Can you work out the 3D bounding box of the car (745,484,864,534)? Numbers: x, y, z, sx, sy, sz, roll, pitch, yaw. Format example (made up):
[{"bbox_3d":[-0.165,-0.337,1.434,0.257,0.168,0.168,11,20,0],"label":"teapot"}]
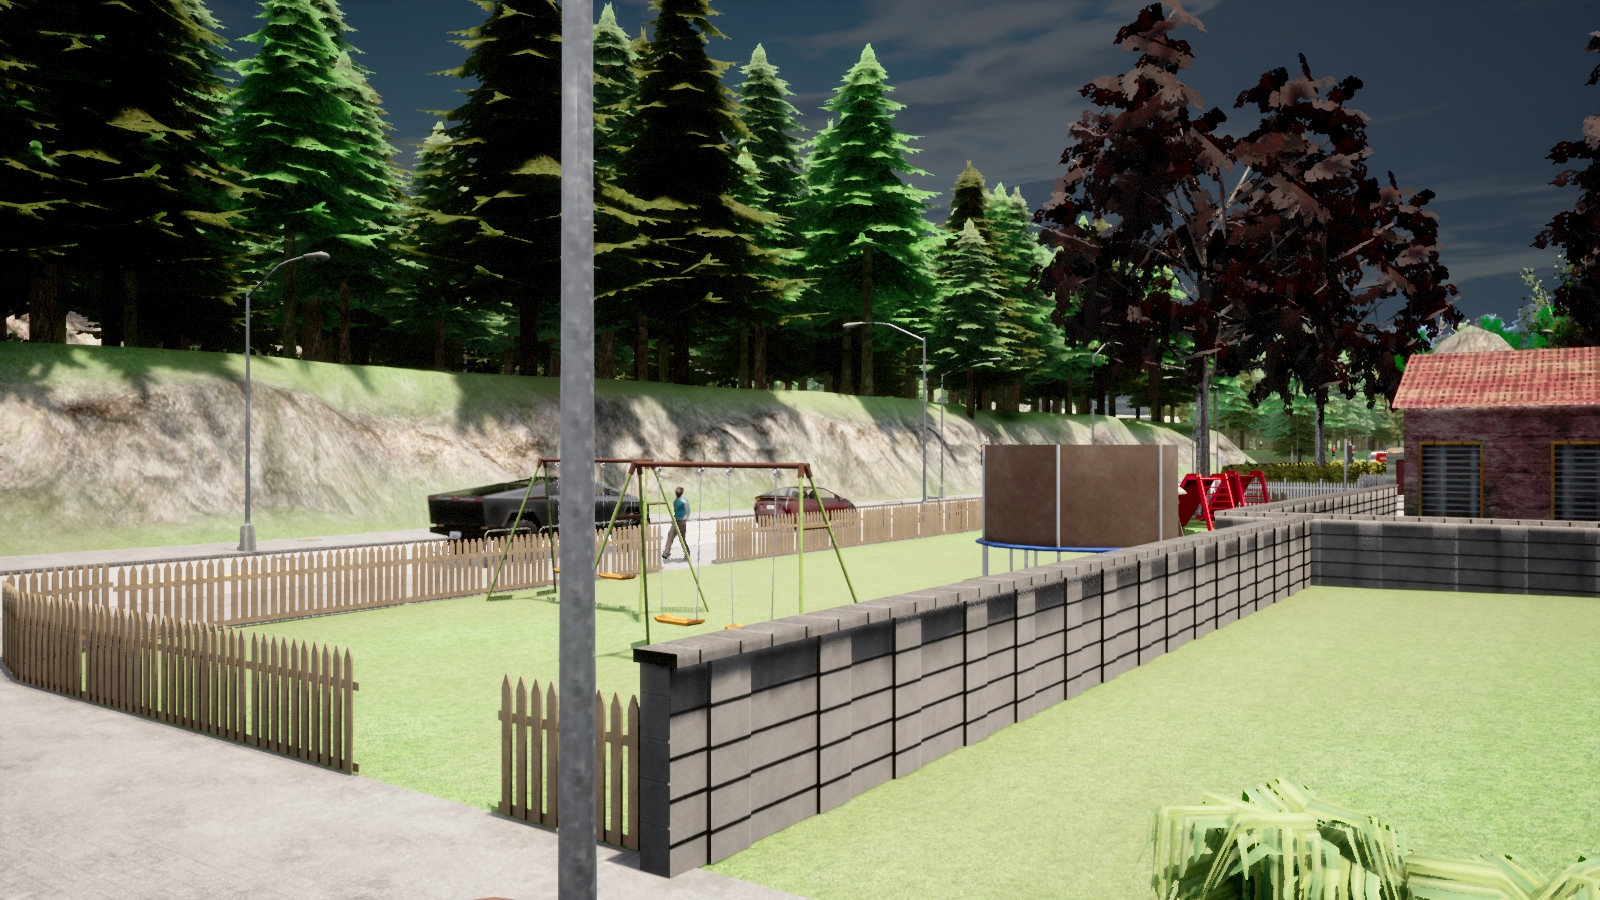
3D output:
[{"bbox_3d":[0.223,2.040,40.660,2.007,1.525,4.514,0,0,35],"label":"car"}]

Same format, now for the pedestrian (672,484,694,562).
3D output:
[{"bbox_3d":[-2.816,1.745,27.458,0.375,1.860,0.375,0,0,34],"label":"pedestrian"}]

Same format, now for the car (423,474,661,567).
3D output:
[{"bbox_3d":[-6.725,1.754,30.679,2.390,2.098,6.274,0,0,35],"label":"car"}]

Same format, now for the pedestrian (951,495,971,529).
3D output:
[{"bbox_3d":[5.533,2.125,39.272,0.500,1.100,0.500,0,0,36],"label":"pedestrian"}]
